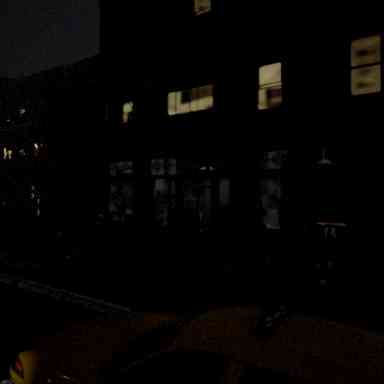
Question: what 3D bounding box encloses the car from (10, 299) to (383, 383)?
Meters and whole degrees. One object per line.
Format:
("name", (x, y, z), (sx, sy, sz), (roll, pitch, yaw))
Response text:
("car", (0.377, 1.533, 2.603), (4.829, 1.417, 1.752), (0, 0, 36))
